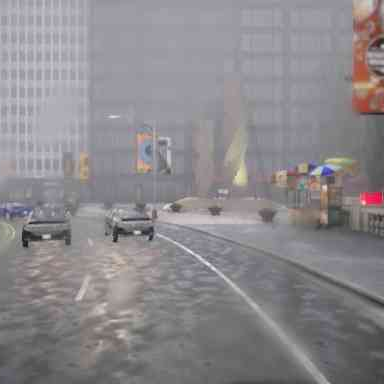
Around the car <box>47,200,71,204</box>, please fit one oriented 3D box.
[{"bbox_3d":[-12.326,1.514,30.457,1.837,1.490,4.892,0,0,-44],"label":"car"}]

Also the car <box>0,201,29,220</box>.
[{"bbox_3d":[-14.860,1.482,28.043,1.882,1.535,5.008,0,0,-44],"label":"car"}]

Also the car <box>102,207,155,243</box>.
[{"bbox_3d":[-3.196,1.492,16.241,2.128,1.511,4.902,0,0,-22],"label":"car"}]

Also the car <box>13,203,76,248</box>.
[{"bbox_3d":[-6.445,1.492,14.941,2.128,1.511,4.902,0,0,-22],"label":"car"}]
